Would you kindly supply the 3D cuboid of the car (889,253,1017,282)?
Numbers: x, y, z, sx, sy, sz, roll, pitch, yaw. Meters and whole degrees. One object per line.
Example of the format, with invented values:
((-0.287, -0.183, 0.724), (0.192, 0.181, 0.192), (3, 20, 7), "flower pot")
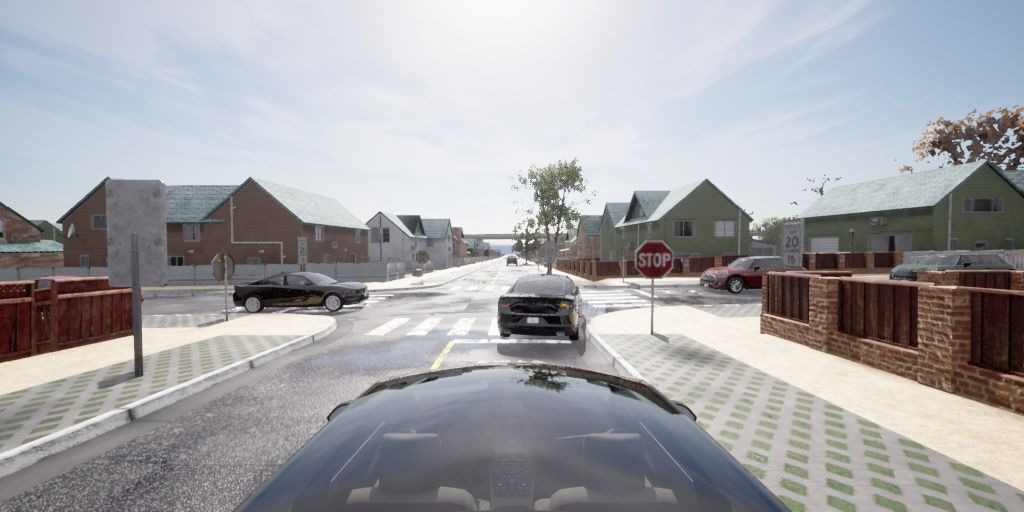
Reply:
((21.703, 0.647, 17.757), (4.553, 1.767, 2.097), (-1, 2, 0), "car")

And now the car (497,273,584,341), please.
((0.958, 1.225, 10.077), (1.882, 1.535, 5.008), (0, 0, 12), "car")

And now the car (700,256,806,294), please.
((11.807, 0.821, 17.686), (4.553, 1.767, 2.097), (-1, 2, 0), "car")

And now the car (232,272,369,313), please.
((-8.468, 1.377, 14.604), (5.008, 1.535, 1.882), (-1, 2, 0), "car")

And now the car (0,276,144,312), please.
((-18.020, 1.547, 14.542), (5.008, 1.535, 1.882), (-1, 2, 0), "car")
